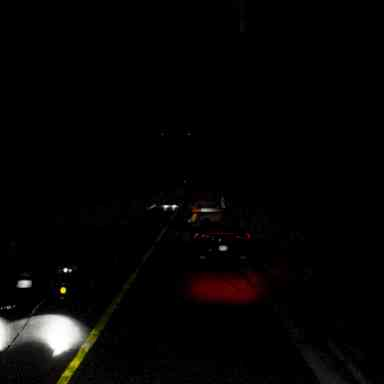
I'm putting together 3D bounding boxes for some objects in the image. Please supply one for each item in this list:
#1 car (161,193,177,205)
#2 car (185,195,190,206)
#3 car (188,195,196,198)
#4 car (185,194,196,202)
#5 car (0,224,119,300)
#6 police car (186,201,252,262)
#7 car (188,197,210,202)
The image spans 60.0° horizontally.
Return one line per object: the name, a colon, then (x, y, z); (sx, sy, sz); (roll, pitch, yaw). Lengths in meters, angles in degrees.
car: (-3.248, 1.239, 50.212); (2.033, 1.411, 5.357); (0, 0, 0)
car: (-0.156, 1.250, 48.484); (2.033, 1.411, 5.357); (0, 0, 0)
car: (0.810, 1.305, 27.781); (1.882, 1.535, 5.008); (0, 0, 0)
car: (-0.208, 1.168, 63.303); (1.994, 1.385, 4.181); (0, 0, 0)
car: (-3.124, 1.511, 8.192); (1.994, 1.385, 4.181); (0, 0, 0)
police car: (0.863, 1.351, 11.889); (1.930, 1.638, 5.238); (0, 0, 0)
car: (0.830, 1.342, 21.780); (1.882, 1.535, 5.008); (0, 0, 0)
